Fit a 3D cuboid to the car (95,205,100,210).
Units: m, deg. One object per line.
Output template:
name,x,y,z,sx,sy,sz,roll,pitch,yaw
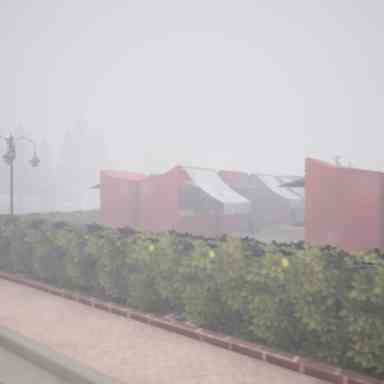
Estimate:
car,-8.279,1.601,35.954,1.812,1.442,4.674,0,0,36
